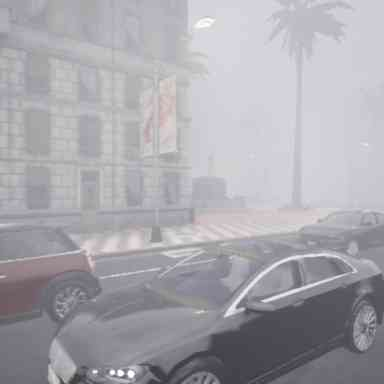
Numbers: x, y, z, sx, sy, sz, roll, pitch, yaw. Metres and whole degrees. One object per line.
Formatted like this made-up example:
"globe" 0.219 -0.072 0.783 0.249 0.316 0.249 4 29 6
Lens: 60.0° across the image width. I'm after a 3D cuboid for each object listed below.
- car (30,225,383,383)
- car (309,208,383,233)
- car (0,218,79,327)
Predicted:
"car" 0.725 1.474 4.493 4.902 1.511 2.128 0 0 -35
"car" 6.049 1.410 12.526 5.008 1.535 1.882 -1 0 -35
"car" -3.936 1.349 5.469 4.553 1.767 2.097 -1 0 -35
